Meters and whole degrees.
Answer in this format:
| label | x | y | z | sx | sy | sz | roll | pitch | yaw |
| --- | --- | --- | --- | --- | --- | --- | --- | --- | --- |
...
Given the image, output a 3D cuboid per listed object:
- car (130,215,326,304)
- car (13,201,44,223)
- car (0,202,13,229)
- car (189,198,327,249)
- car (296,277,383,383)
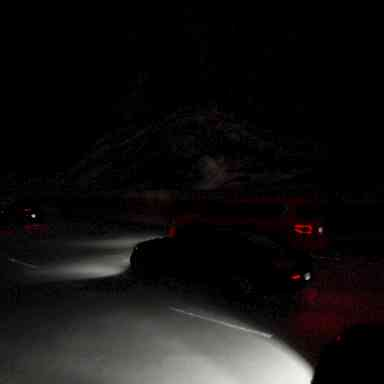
| label | x | y | z | sx | sy | sz | roll | pitch | yaw |
| --- | --- | --- | --- | --- | --- | --- | --- | --- | --- |
| car | 0.526 | 1.518 | 8.141 | 4.674 | 1.442 | 1.812 | 0 | 0 | 37 |
| car | -12.708 | 1.412 | 24.939 | 1.837 | 1.490 | 4.892 | 0 | 0 | -43 |
| car | -12.854 | 1.265 | 20.064 | 2.097 | 1.767 | 4.553 | 0 | 0 | -45 |
| car | 1.736 | 1.215 | 11.606 | 5.566 | 2.045 | 2.150 | 0 | 0 | 38 |
| car | 2.892 | 1.576 | 2.046 | 4.181 | 1.385 | 1.994 | 0 | 0 | 35 |
